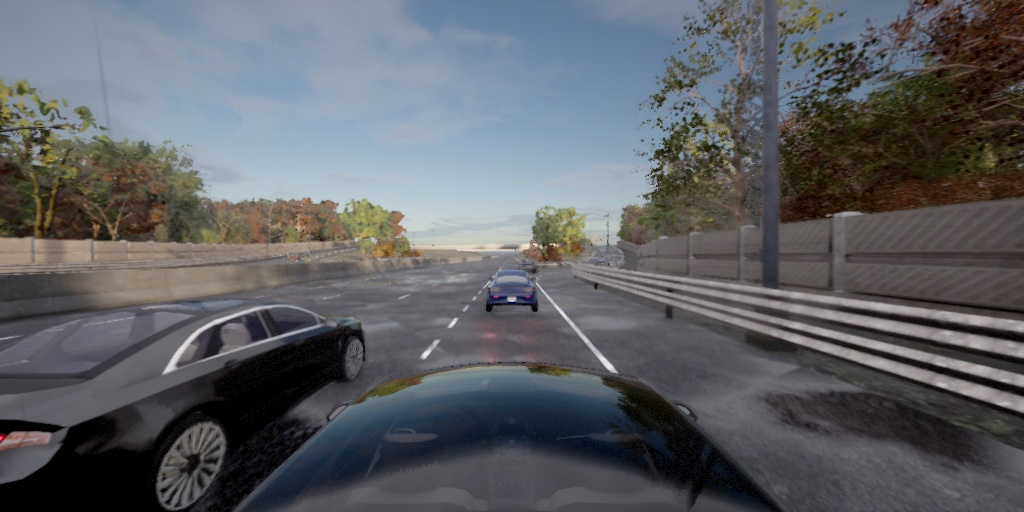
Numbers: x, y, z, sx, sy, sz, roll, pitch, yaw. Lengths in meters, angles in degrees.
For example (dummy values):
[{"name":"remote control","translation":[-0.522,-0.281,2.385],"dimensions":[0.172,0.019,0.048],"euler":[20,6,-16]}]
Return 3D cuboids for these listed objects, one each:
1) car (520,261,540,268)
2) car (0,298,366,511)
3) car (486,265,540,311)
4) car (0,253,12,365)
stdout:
[{"name":"car","translation":[1.972,1.267,40.091],"dimensions":[2.128,1.511,4.902],"euler":[1,0,12]},{"name":"car","translation":[-3.399,1.240,4.211],"dimensions":[2.128,1.511,4.902],"euler":[0,0,0]},{"name":"car","translation":[-0.001,1.267,14.270],"dimensions":[1.812,1.442,4.674],"euler":[0,0,0]},{"name":"car","translation":[-10.401,0.970,3.899],"dimensions":[2.150,2.045,5.566],"euler":[0,0,0]}]
